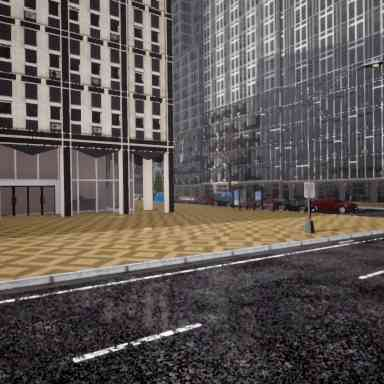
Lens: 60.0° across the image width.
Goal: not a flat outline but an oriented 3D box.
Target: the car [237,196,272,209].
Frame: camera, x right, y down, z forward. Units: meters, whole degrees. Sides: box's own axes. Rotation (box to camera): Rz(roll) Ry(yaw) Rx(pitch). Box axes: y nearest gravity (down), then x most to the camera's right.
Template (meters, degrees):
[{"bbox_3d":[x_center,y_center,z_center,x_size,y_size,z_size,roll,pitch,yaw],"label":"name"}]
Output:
[{"bbox_3d":[7.793,1.388,39.929,1.802,1.307,4.206,0,1,-34],"label":"car"}]

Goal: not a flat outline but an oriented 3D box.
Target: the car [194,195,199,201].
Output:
[{"bbox_3d":[2.046,1.043,63.503,1.802,1.307,4.206,0,1,-34],"label":"car"}]

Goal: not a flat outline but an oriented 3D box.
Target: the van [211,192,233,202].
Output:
[{"bbox_3d":[5.238,0.855,58.798,1.690,1.788,3.998,0,1,-34],"label":"van"}]

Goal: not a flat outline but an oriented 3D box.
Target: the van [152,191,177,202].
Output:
[{"bbox_3d":[-4.887,0.937,58.793,1.690,1.788,3.998,0,1,-34],"label":"van"}]

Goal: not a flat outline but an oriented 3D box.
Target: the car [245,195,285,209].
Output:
[{"bbox_3d":[9.253,1.228,42.573,1.882,1.535,5.008,-1,1,-34],"label":"car"}]

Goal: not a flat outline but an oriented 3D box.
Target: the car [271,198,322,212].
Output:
[{"bbox_3d":[10.972,1.424,35.215,1.947,1.339,4.313,0,1,-34],"label":"car"}]

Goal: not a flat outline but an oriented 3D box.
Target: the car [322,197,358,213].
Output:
[{"bbox_3d":[14.652,1.315,34.622,1.882,1.535,5.008,-1,1,-34],"label":"car"}]

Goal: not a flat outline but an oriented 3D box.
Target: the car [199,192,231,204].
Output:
[{"bbox_3d":[3.600,1.011,50.879,2.097,1.767,4.553,-1,1,-35],"label":"car"}]

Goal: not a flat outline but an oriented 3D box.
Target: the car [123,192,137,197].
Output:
[{"bbox_3d":[-17.115,0.689,91.712,2.008,1.369,4.403,0,1,-34],"label":"car"}]

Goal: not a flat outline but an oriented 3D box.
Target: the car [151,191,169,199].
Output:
[{"bbox_3d":[-7.535,0.615,77.605,2.192,1.841,5.009,0,1,-34],"label":"car"}]

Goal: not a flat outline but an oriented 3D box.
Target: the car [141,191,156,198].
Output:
[{"bbox_3d":[-10.728,0.686,82.307,1.967,1.590,4.097,0,1,-34],"label":"car"}]

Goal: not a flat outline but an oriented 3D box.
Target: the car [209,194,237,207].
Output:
[{"bbox_3d":[4.648,1.320,44.662,1.947,1.339,4.313,0,1,-34],"label":"car"}]

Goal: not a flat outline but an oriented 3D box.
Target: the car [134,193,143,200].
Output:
[{"bbox_3d":[-11.274,1.040,68.199,2.008,1.369,4.403,0,1,-34],"label":"car"}]

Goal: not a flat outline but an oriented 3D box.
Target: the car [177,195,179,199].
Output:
[{"bbox_3d":[-4.341,0.936,72.907,1.802,1.307,4.206,0,1,-34],"label":"car"}]
